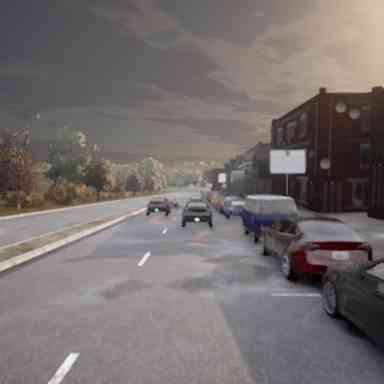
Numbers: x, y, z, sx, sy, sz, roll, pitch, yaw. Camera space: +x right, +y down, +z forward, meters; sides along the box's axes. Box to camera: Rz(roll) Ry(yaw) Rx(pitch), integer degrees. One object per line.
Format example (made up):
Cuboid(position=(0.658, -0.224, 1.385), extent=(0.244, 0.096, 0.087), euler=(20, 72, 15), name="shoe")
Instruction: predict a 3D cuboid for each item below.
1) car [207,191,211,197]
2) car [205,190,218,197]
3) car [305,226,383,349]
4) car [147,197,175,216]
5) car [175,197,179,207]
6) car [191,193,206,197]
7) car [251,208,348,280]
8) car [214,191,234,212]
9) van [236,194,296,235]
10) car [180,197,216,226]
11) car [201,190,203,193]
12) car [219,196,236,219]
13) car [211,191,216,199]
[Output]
Cuboid(position=(3.728, 1.071, 48.483), extent=(2.097, 1.535, 5.008), euler=(0, 0, 1), name="car")
Cuboid(position=(3.786, 0.774, 53.914), extent=(2.435, 2.045, 5.566), euler=(0, 0, 1), name="car")
Cuboid(position=(3.276, 1.488, 4.225), extent=(2.002, 1.452, 4.674), euler=(2, 1, 1), name="car")
Cuboid(position=(-2.846, 1.244, 29.435), extent=(1.837, 1.490, 4.892), euler=(0, -1, 0), name="car")
Cuboid(position=(-2.715, 1.236, 42.127), extent=(1.895, 1.301, 4.718), euler=(0, 1, 1), name="car")
Cuboid(position=(0.532, 1.159, 42.949), extent=(1.812, 1.442, 4.674), euler=(0, 1, 1), name="car")
Cuboid(position=(3.317, 1.431, 9.721), extent=(2.163, 1.488, 4.792), euler=(0, 0, 1), name="car")
Cuboid(position=(3.551, 1.087, 31.882), extent=(2.185, 1.767, 4.553), euler=(0, 0, 1), name="car")
Cuboid(position=(3.376, 1.128, 15.330), extent=(1.878, 1.987, 4.442), euler=(0, 0, 1), name="van")
Cuboid(position=(0.319, 1.320, 21.591), extent=(1.837, 1.490, 4.892), euler=(0, 0, 1), name="car")
Cuboid(position=(4.138, 0.744, 87.029), extent=(2.231, 1.521, 4.892), euler=(0, 0, 1), name="car")
Cuboid(position=(3.492, 1.301, 26.262), extent=(2.002, 1.452, 4.674), euler=(0, 0, 1), name="car")
Cuboid(position=(3.611, 1.040, 37.407), extent=(2.185, 1.767, 4.553), euler=(0, 0, 1), name="car")
